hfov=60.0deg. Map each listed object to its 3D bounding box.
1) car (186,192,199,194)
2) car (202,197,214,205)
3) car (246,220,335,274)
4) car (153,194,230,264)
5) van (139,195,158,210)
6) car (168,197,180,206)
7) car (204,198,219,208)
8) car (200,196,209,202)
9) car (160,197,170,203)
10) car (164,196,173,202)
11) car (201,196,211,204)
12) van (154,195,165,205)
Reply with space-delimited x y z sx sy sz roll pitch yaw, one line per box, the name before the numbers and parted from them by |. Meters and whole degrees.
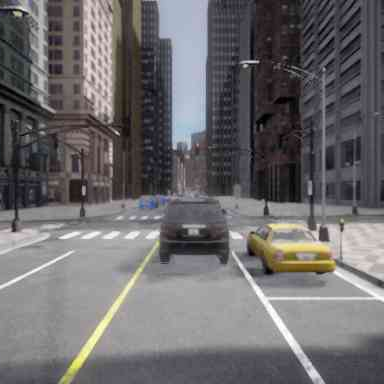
car | 0.015 1.454 77.998 2.128 1.511 4.902 0 0 0
car | 2.786 1.598 59.334 1.887 1.381 4.507 0 0 0
car | 2.768 1.531 10.360 1.752 1.417 4.829 0 0 0
car | 0.114 1.225 12.007 2.150 2.045 5.566 0 0 1
van | -5.772 1.372 42.779 1.690 1.788 3.998 0 0 0
car | -3.045 1.576 57.742 1.812 1.442 4.674 0 0 0
car | 2.786 1.583 48.284 1.887 1.381 4.507 0 0 0
car | 2.785 1.621 75.911 1.887 1.381 4.507 0 0 0
car | -5.761 1.650 70.403 1.802 1.307 4.206 0 0 0
car | -5.757 1.634 81.453 2.008 1.369 4.403 0 0 0
car | 2.785 1.586 65.029 1.752 1.417 4.829 0 0 0
van | -5.766 1.393 59.353 1.690 1.788 3.998 0 0 0
